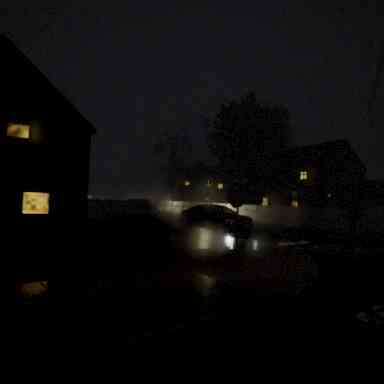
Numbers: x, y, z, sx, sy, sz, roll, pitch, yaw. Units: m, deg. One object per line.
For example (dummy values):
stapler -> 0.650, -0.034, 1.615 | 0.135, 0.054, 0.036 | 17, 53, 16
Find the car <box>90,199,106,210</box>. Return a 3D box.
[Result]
car -> -13.390, 1.773, 47.276 | 1.895, 1.301, 4.718 | 3, -2, -19

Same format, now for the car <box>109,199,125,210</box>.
car -> -11.540, 1.913, 51.222 | 1.994, 1.385, 4.181 | 3, -1, -18

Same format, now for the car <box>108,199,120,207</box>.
car -> -14.209, 1.996, 60.880 | 1.994, 1.385, 4.181 | 3, -1, -13

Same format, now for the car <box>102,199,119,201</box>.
car -> -8.718, 1.562, 35.875 | 1.837, 1.490, 4.892 | 3, -2, -24

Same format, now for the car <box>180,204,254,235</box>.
car -> 1.243, 1.420, 18.210 | 1.882, 1.535, 5.008 | 4, -2, -33

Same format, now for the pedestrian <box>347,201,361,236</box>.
pedestrian -> 8.572, 1.379, 17.747 | 0.375, 1.860, 0.375 | 4, -2, -36

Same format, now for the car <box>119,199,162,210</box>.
car -> -4.000, 1.330, 26.721 | 2.097, 1.767, 4.553 | 3, -2, -29
